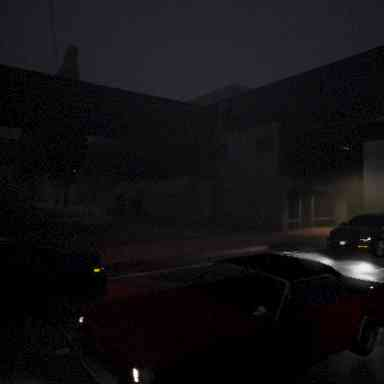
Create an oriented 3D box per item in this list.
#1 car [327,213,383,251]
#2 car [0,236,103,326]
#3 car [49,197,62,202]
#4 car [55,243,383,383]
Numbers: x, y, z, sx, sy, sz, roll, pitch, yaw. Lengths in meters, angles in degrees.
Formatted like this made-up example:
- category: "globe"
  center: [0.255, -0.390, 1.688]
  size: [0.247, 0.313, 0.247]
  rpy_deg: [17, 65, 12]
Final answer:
- category: "car"
  center: [7.516, 1.655, 13.657]
  size: [4.892, 1.490, 1.837]
  rpy_deg: [1, 0, -35]
- category: "car"
  center: [-3.775, 1.529, 5.586]
  size: [4.674, 1.442, 1.812]
  rpy_deg: [1, -1, -35]
- category: "car"
  center: [-33.902, 1.858, 84.854]
  size: [4.718, 1.301, 1.895]
  rpy_deg: [1, 0, -14]
- category: "car"
  center: [0.857, 1.637, 4.605]
  size: [4.718, 1.301, 1.895]
  rpy_deg: [1, 0, -35]
